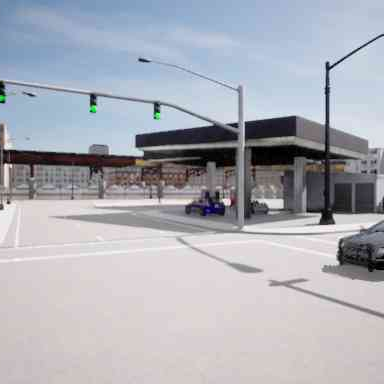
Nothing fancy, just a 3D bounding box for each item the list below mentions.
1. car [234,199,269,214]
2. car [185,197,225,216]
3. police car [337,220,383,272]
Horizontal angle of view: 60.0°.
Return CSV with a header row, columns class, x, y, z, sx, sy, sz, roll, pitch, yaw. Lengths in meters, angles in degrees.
class,x,y,z,sx,sy,sz,roll,pitch,yaw
car,5.883,1.428,33.520,1.970,1.475,3.806,0,0,-27
car,1.117,1.264,30.222,2.242,1.667,4.611,0,0,-27
police car,6.610,1.509,10.226,4.974,1.542,2.038,0,0,-27
